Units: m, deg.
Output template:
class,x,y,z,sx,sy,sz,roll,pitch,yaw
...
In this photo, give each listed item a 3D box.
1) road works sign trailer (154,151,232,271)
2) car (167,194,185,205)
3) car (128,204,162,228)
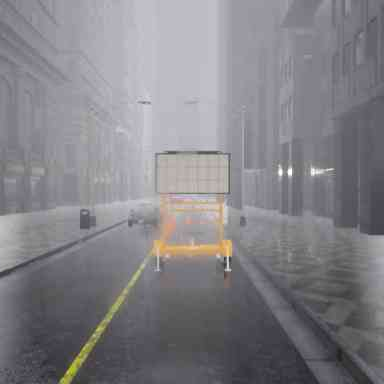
class,x,y,z,sx,sy,sz,roll,pitch,yaw
road works sign trailer,0.024,0.466,10.883,2.380,3.560,2.880,0,0,0
car,-2.994,1.277,62.559,2.150,2.045,5.566,0,0,1
car,-3.093,1.539,22.537,1.812,1.442,4.674,0,0,0
